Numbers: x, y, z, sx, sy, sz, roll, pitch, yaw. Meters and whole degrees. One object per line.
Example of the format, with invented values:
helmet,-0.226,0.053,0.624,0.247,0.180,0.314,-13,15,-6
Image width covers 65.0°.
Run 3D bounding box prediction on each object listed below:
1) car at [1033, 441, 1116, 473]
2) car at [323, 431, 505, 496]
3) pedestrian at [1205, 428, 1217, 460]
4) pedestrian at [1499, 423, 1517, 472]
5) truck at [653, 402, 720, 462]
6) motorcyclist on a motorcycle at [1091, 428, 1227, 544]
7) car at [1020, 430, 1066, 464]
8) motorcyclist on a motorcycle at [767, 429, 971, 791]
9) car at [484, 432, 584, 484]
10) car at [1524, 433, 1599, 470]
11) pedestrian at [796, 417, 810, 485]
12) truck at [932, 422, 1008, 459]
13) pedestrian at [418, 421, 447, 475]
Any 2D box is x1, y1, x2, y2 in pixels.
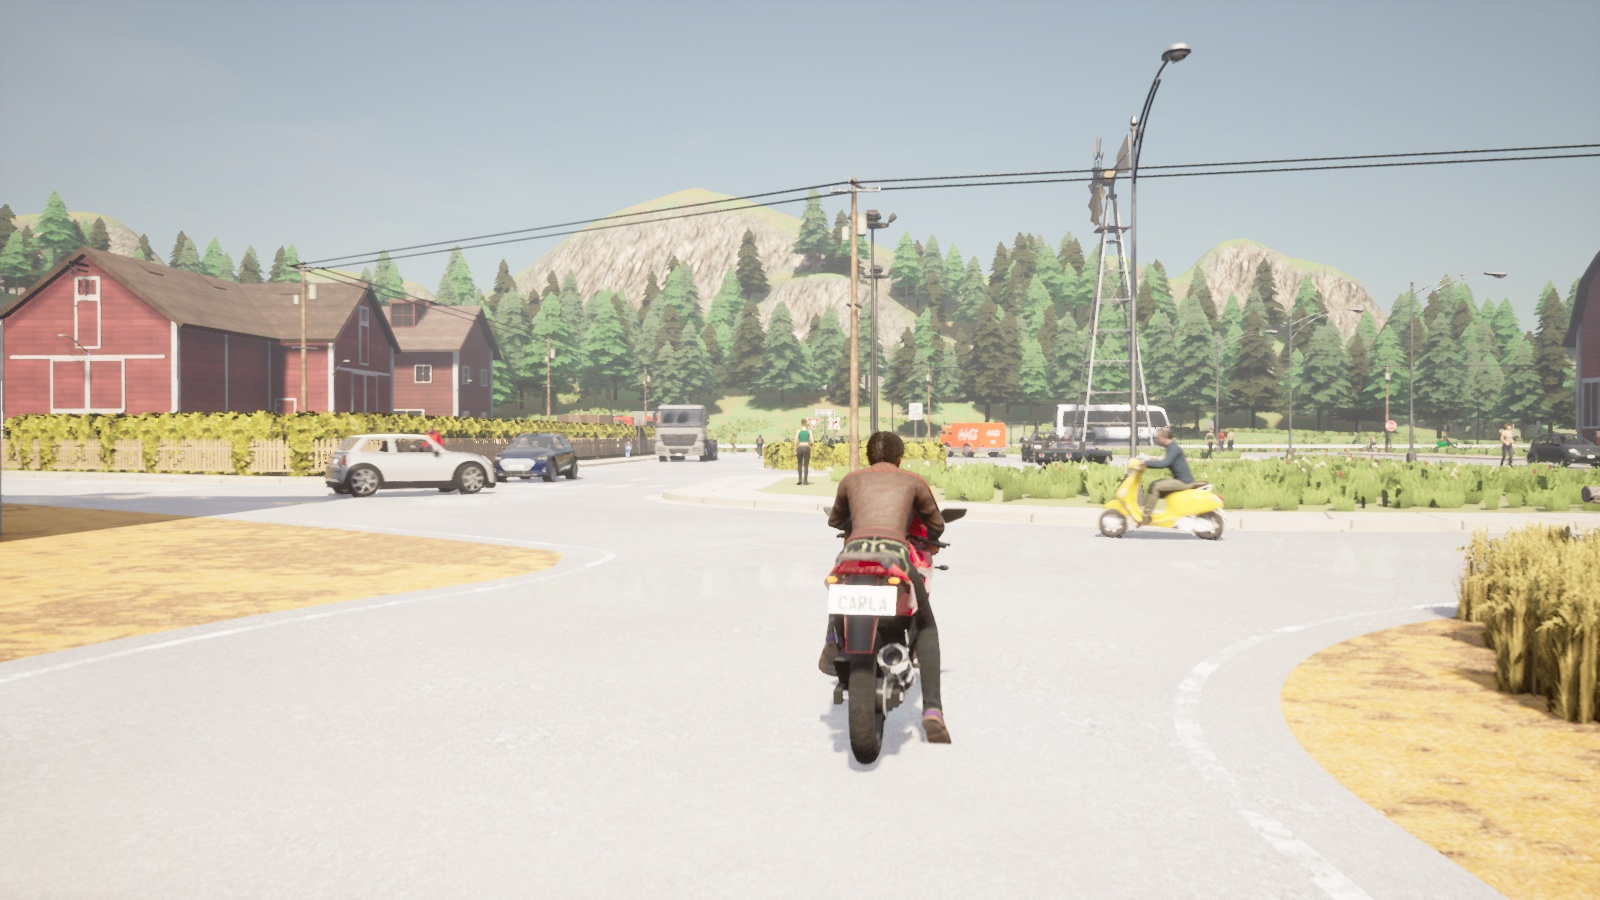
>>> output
car,11.857,0.275,54.024,1.895,1.301,4.718,0,1,34
car,-9.355,0.294,30.477,3.806,1.475,1.970,0,1,-34
pedestrian,23.437,-0.343,71.564,0.345,1.836,0.594,0,1,-25
pedestrian,26.725,-0.087,47.374,0.345,1.836,0.594,0,1,2
truck,-6.758,-1.059,76.185,2.891,3.462,7.936,0,1,3
motorcyclist on a motorcycle,5.102,0.495,17.902,1.817,1.590,0.866,0,-1,16
car,13.792,-0.194,71.465,1.932,1.855,4.605,0,1,3
motorcyclist on a motorcycle,0.423,0.660,6.343,0.797,1.523,2.044,0,1,10
car,-8.795,0.219,41.917,2.033,1.649,4.856,0,1,3
car,35.613,0.046,58.267,1.851,1.617,3.988,0,1,3
pedestrian,0.089,0.023,34.357,0.345,1.836,0.594,0,1,-3
truck,11.967,-0.680,88.639,2.627,2.467,5.204,0,1,-31
pedestrian,-12.536,-0.069,42.867,0.634,1.844,0.899,0,1,8
